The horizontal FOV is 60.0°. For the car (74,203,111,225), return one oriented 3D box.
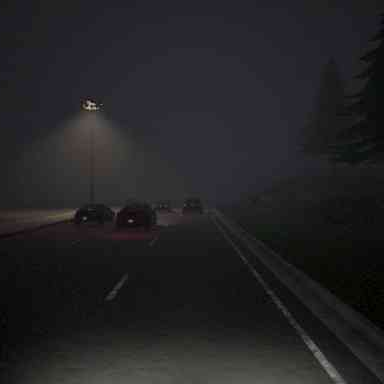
[{"bbox_3d":[-6.897,1.525,23.722,1.812,1.442,4.674,0,0,0],"label":"car"}]

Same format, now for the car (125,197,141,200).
[{"bbox_3d":[-6.861,1.351,39.342,2.097,1.767,4.553,0,0,1],"label":"car"}]

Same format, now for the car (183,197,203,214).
[{"bbox_3d":[0.101,1.351,35.363,2.097,1.767,4.553,0,0,0],"label":"car"}]

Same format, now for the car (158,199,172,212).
[{"bbox_3d":[-3.370,1.546,38.905,2.033,1.411,5.357,0,0,1],"label":"car"}]

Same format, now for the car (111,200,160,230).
[{"bbox_3d":[-3.398,1.477,20.925,1.882,1.535,5.008,0,0,0],"label":"car"}]

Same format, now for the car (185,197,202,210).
[{"bbox_3d":[0.271,1.490,44.574,2.128,1.511,4.902,0,0,2],"label":"car"}]
